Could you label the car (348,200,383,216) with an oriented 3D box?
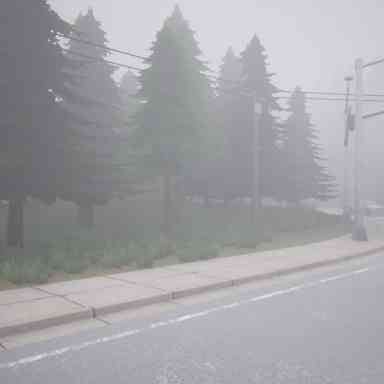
[{"bbox_3d":[17.232,1.526,32.822,1.812,1.442,4.674,0,0,-5],"label":"car"}]
